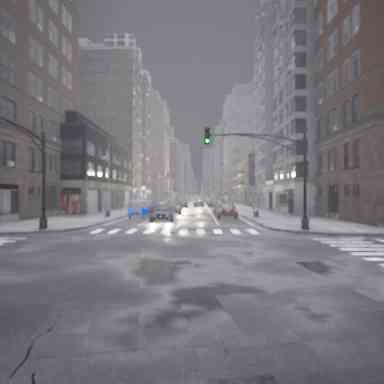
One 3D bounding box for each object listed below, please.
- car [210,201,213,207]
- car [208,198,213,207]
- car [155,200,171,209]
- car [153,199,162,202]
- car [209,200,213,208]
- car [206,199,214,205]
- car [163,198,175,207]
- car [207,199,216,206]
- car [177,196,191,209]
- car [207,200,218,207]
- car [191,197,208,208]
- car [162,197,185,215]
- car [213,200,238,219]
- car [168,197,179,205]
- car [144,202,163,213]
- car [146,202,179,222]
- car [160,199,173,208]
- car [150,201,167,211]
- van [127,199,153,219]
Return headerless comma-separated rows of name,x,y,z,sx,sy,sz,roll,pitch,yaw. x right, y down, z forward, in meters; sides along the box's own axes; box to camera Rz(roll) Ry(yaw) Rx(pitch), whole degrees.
car,3.450,1.934,37.921,1.947,1.339,4.313,0,-1,1
car,3.926,2.156,60.016,1.947,1.339,4.313,0,-1,1
car,-4.717,2.090,54.665,2.008,1.369,4.403,0,-1,1
car,-5.075,1.687,38.101,2.192,1.841,5.009,0,-1,1
car,3.569,2.006,43.445,1.802,1.307,4.206,0,-1,1
car,4.403,2.395,82.109,1.802,1.307,4.206,0,-1,1
car,-4.479,2.090,65.710,1.967,1.590,4.097,0,-1,1
car,4.165,2.246,71.063,1.887,1.381,4.507,0,-1,1
car,-1.860,1.778,56.619,2.150,2.045,5.566,0,0,2
car,4.046,2.212,65.539,1.947,1.339,4.313,0,-1,1
car,1.232,2.071,58.795,2.128,1.511,4.902,0,-1,1
car,-2.279,1.738,39.277,2.097,1.767,4.553,0,-1,1
car,3.331,1.753,32.399,1.967,1.590,4.097,0,-1,1
car,-4.241,2.077,76.756,2.192,1.841,5.009,0,-1,1
car,-4.955,1.994,43.621,1.947,1.339,4.313,0,-1,1
car,-2.503,1.844,29.026,1.994,1.385,4.181,0,-1,1
car,-4.598,2.035,60.188,1.967,1.590,4.097,0,-1,1
car,-4.836,2.034,49.143,2.008,1.369,4.403,0,-1,1
van,-5.194,1.658,32.579,1.690,1.788,3.998,0,-1,1
